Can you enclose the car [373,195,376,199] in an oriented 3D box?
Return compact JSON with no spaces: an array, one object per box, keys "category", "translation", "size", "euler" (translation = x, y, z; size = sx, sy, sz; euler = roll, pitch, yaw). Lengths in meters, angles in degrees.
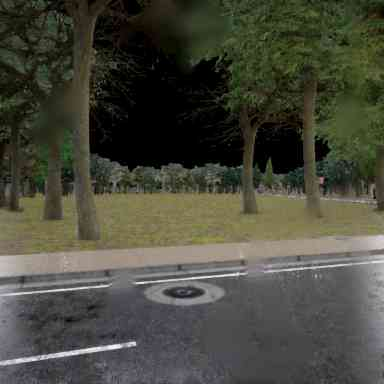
[{"category":"car","translation":[44.754,1.295,79.771],"size":[1.895,1.301,4.718],"euler":[0,0,4]}]
